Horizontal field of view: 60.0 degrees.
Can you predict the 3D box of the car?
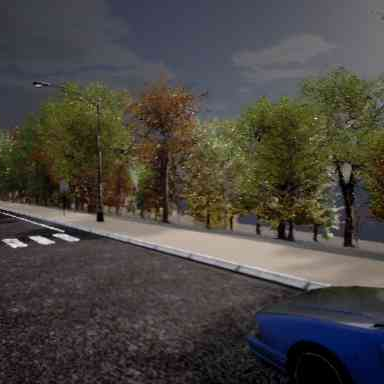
[{"bbox_3d":[2.927,1.457,2.446,2.033,1.411,5.357,-2,1,-38],"label":"car"}]
